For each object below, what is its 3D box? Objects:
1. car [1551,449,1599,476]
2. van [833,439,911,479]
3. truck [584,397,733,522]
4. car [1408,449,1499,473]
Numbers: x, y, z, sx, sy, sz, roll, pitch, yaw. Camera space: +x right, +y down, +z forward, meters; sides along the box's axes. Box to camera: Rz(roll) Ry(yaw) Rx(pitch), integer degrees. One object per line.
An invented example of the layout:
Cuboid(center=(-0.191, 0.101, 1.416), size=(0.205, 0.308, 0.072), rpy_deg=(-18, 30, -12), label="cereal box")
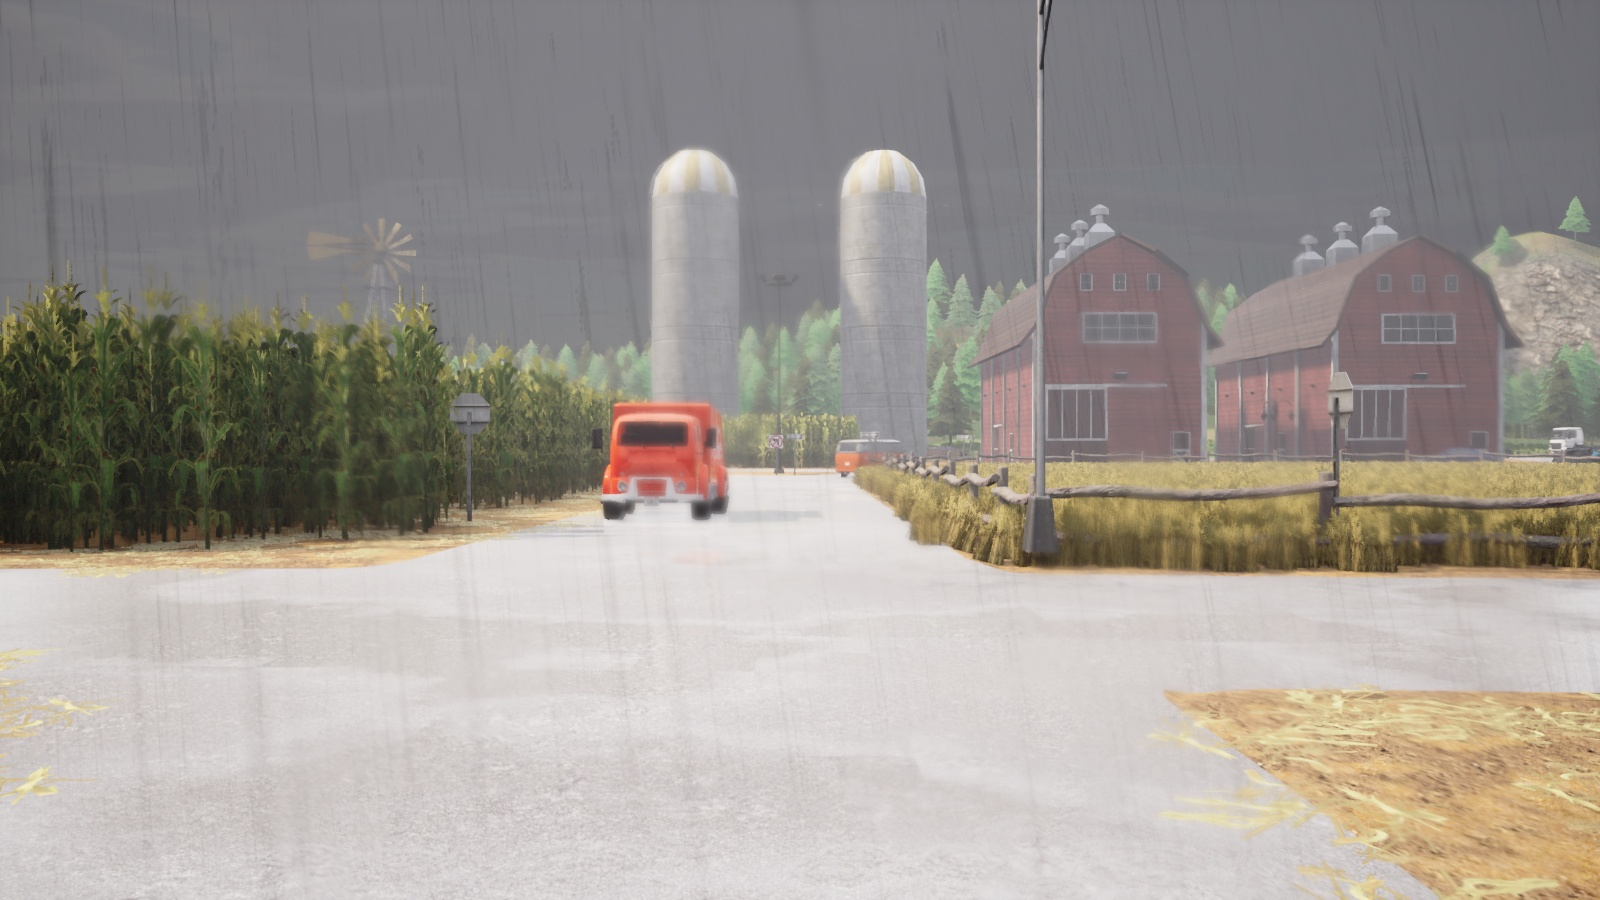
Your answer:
Cuboid(center=(44.840, 0.707, 70.542), size=(1.816, 1.474, 4.193), rpy_deg=(0, 0, -38), label="car")
Cuboid(center=(3.790, 0.442, 65.451), size=(1.775, 1.987, 4.442), rpy_deg=(0, 0, 40), label="van")
Cuboid(center=(-2.926, 0.229, 27.360), size=(2.627, 2.467, 5.204), rpy_deg=(0, -1, 0), label="truck")
Cuboid(center=(40.484, 0.684, 77.916), size=(4.674, 1.442, 1.812), rpy_deg=(0, 0, 13), label="car")
